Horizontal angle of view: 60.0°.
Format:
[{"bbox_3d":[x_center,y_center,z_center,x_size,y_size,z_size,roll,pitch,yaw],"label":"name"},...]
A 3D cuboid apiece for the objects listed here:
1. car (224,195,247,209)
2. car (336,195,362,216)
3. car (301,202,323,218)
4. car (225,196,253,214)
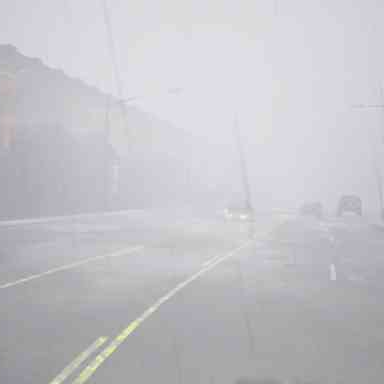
[{"bbox_3d":[6.212,1.333,46.977,2.097,1.767,4.553,1,0,22],"label":"car"},{"bbox_3d":[16.696,1.385,35.394,2.150,2.045,5.566,1,0,22],"label":"car"},{"bbox_3d":[11.553,1.642,32.122,2.033,1.411,5.357,1,0,22],"label":"car"},{"bbox_3d":[5.235,1.493,35.633,1.837,1.490,4.892,1,0,23],"label":"car"}]
